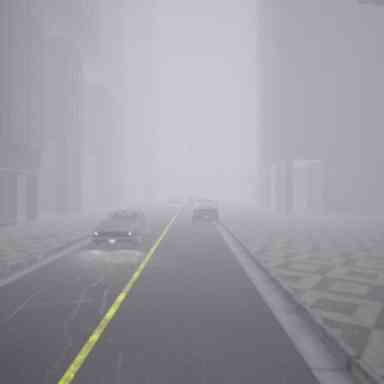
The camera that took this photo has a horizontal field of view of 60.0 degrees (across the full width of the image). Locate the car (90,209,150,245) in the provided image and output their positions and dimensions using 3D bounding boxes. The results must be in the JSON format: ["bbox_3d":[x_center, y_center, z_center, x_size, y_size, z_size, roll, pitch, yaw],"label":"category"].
[{"bbox_3d":[-3.099,1.509,15.546,2.033,1.411,5.357,0,0,0],"label":"car"}]

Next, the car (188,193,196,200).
[{"bbox_3d":[0.007,1.046,75.270,1.882,1.535,5.008,0,0,0],"label":"car"}]

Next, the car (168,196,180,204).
[{"bbox_3d":[-3.042,1.414,57.414,1.895,1.301,4.718,0,0,1],"label":"car"}]

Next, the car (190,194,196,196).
[{"bbox_3d":[0.904,1.384,39.677,1.837,1.490,4.892,0,0,0],"label":"car"}]

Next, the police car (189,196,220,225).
[{"bbox_3d":[0.903,1.361,23.784,1.930,1.638,5.238,0,0,0],"label":"police car"}]

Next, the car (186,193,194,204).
[{"bbox_3d":[0.006,1.335,58.739,1.812,1.442,4.674,0,0,0],"label":"car"}]
